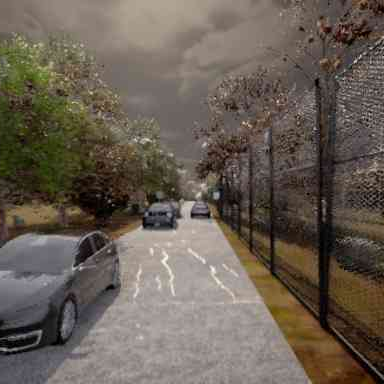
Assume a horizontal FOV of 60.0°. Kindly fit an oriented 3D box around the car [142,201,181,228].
[{"bbox_3d":[-2.203,1.530,23.726,2.097,1.767,4.553,1,0,1],"label":"car"}]

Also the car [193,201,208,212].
[{"bbox_3d":[1.139,1.932,45.655,1.994,1.385,4.181,1,0,2],"label":"car"}]

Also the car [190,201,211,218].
[{"bbox_3d":[0.851,1.835,33.469,1.994,1.385,4.181,1,0,2],"label":"car"}]

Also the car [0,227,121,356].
[{"bbox_3d":[-2.724,1.531,6.506,1.837,1.490,4.892,1,0,1],"label":"car"}]
